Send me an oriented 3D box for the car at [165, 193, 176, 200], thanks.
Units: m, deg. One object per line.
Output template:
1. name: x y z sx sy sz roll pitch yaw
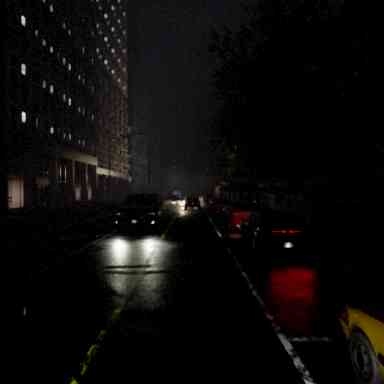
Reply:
1. car: -4.849 0.978 75.620 1.947 1.339 4.313 0 0 1

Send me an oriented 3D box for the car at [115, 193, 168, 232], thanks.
1. car: -2.853 1.067 19.165 2.150 2.045 5.566 0 0 0

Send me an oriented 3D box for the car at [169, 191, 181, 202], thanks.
1. car: -2.576 1.074 60.452 2.033 1.411 5.357 0 0 1

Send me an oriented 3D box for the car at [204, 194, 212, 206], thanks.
1. car: 2.706 1.266 35.956 2.008 1.369 4.403 0 0 0

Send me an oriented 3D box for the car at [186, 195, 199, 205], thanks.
1. car: 0.072 1.207 50.036 1.895 1.301 4.718 0 0 1

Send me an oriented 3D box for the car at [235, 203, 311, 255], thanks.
1. car: 3.018 1.401 12.846 1.837 1.490 4.892 0 0 0

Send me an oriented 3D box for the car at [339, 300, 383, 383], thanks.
1. car: 2.709 1.506 2.365 1.752 1.417 4.829 0 0 0

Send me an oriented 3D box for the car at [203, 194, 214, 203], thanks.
1. car: 2.881 1.086 58.517 1.887 1.381 4.507 0 0 1

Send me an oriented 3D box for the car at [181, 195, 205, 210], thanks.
1. car: 0.085 1.244 38.376 2.033 1.411 5.357 0 0 1

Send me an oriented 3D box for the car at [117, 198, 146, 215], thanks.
1. car: -5.469 1.322 30.626 1.947 1.339 4.313 0 0 0

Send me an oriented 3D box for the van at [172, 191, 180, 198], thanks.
1. van: -4.412 0.628 92.497 1.690 1.788 3.998 0 0 2

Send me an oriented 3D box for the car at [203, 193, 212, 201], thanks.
1. car: 2.966 1.023 64.326 1.752 1.417 4.829 0 0 1

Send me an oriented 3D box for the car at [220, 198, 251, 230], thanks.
1. car: 3.011 1.319 19.846 1.882 1.535 5.008 0 0 0

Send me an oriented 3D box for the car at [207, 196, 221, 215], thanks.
1. car: 2.702 1.304 30.323 1.887 1.381 4.507 0 0 0
